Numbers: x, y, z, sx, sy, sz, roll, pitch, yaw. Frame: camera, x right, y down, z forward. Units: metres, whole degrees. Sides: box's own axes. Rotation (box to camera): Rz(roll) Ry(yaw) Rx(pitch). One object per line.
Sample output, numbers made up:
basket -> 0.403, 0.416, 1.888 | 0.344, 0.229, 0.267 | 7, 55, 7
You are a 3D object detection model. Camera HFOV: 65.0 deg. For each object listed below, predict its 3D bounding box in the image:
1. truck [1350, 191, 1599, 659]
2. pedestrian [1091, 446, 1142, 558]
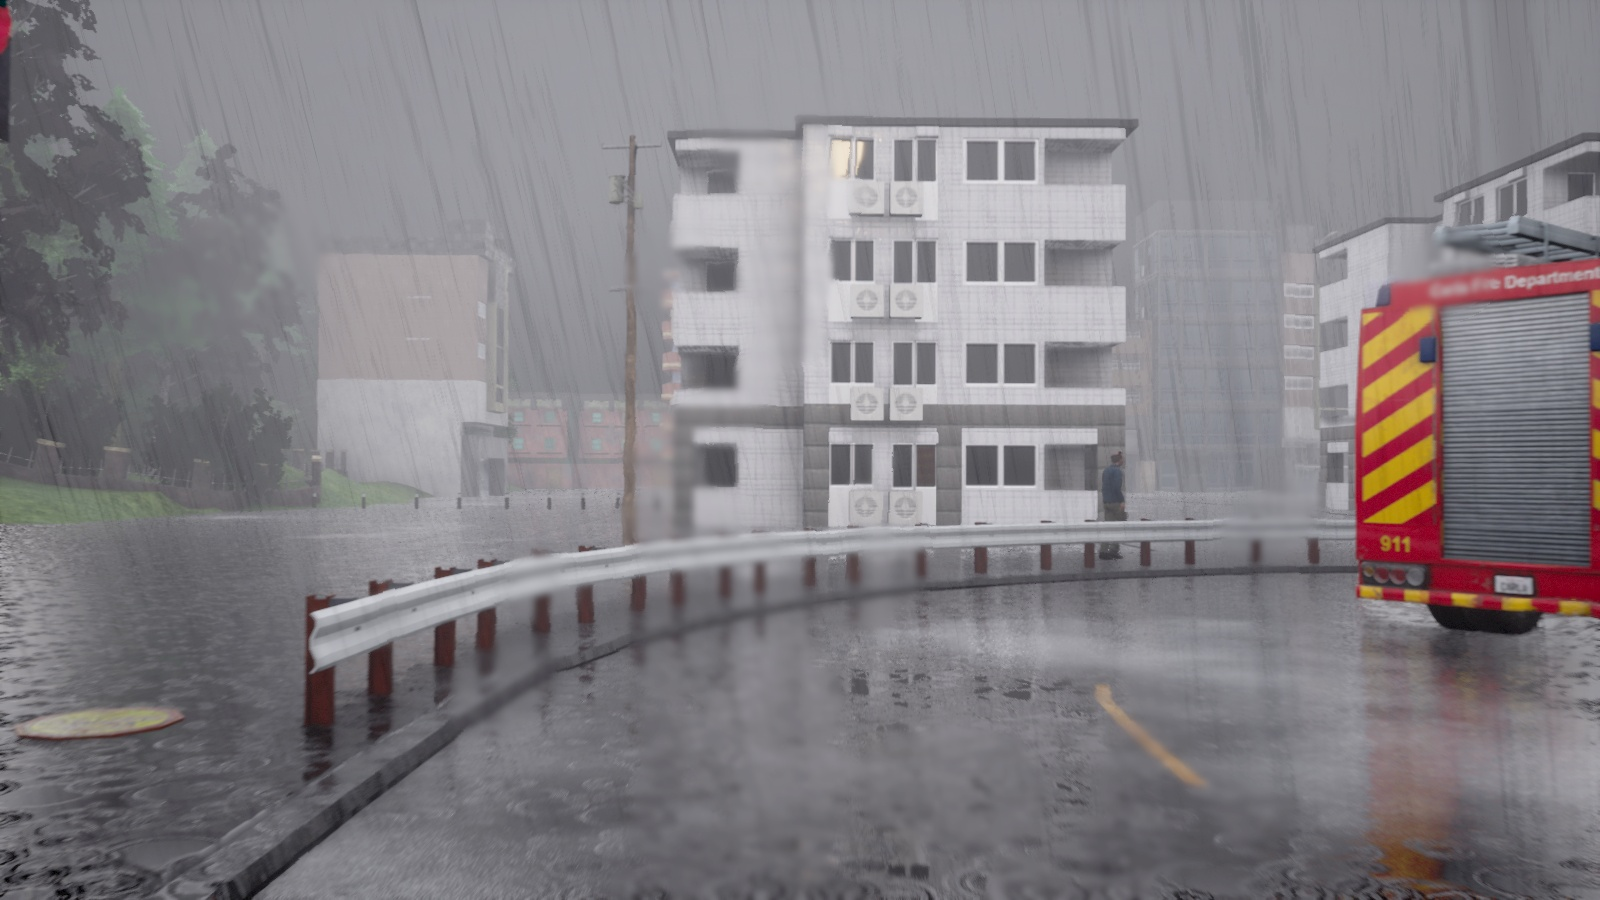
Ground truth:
truck -> 9.546, -0.165, 13.311 | 8.468, 3.827, 2.891 | 1, -1, -36
pedestrian -> 5.289, 0.853, 20.986 | 0.726, 1.842, 0.402 | 0, -1, -20
